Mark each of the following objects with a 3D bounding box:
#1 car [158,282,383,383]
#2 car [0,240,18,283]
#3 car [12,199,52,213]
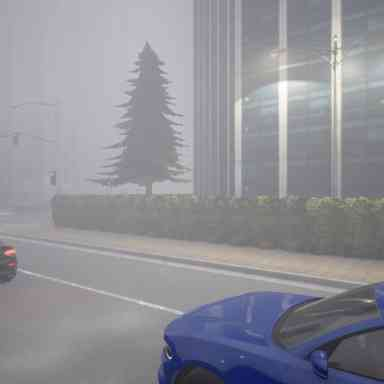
[{"bbox_3d":[1.957,1.478,2.597,5.008,1.535,1.882,0,0,36],"label":"car"},{"bbox_3d":[-6.170,1.526,8.350,4.674,1.442,1.812,0,0,36],"label":"car"},{"bbox_3d":[-17.186,1.547,37.439,2.033,1.411,5.357,0,0,36],"label":"car"}]
